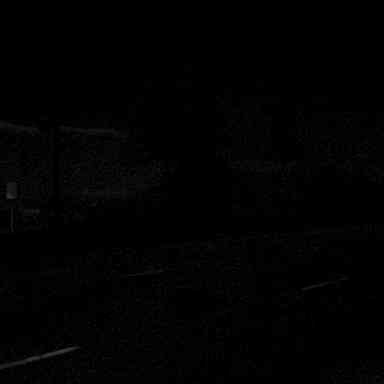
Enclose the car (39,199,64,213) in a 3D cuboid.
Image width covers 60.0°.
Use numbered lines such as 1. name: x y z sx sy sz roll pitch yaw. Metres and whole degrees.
1. car: -16.005 1.597 37.828 1.837 1.490 4.892 3 -2 -35
